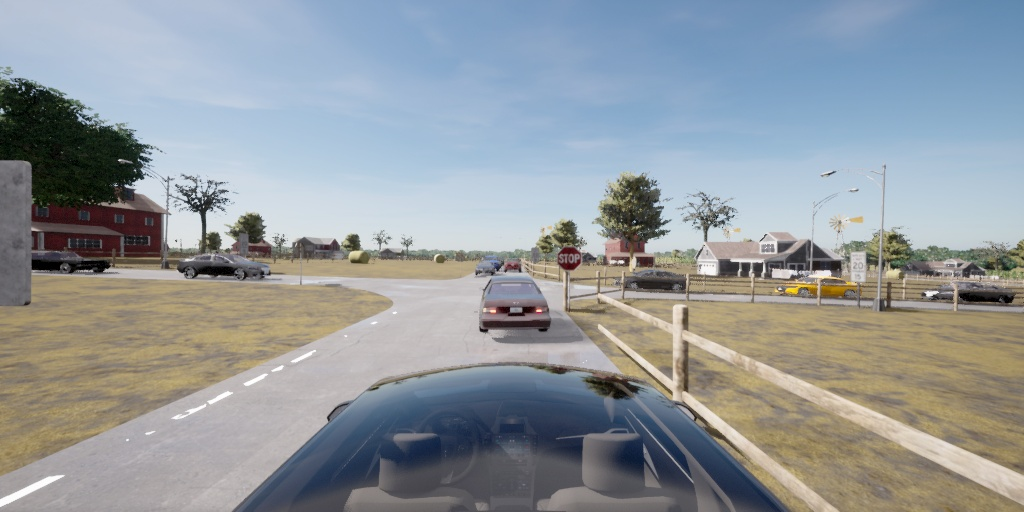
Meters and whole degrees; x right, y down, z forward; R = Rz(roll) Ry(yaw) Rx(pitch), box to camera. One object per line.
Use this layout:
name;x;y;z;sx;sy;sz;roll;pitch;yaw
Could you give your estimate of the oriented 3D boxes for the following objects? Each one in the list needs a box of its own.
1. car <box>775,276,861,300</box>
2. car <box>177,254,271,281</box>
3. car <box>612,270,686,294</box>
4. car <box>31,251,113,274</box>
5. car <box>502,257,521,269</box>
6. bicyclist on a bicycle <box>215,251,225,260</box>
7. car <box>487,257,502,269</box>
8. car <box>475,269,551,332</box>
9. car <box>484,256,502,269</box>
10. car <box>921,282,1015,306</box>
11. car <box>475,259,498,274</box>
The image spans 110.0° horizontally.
car;20.900;2.102;24.599;5.008;1.535;1.882;3;0;0
car;-17.245;0.630;21.623;4.902;1.511;2.128;2;0;0
car;9.315;1.670;24.337;4.892;1.490;1.837;2;0;-3
car;-27.348;0.366;21.619;4.718;1.301;1.895;2;0;0
car;0.111;1.120;47.172;2.097;1.767;4.553;0;0;0
bicyclist on a bicycle;-22.604;0.406;27.605;0.582;1.620;1.656;2;0;0
car;-2.803;1.134;58.374;2.097;1.767;4.553;0;0;0
car;-0.029;1.299;10.822;2.033;1.411;5.357;0;0;-3
car;-2.813;0.991;48.314;2.150;2.045;5.566;0;0;0
car;31.129;2.532;24.601;4.902;1.511;2.128;2;0;0
car;-2.831;1.289;38.351;1.812;1.442;4.674;0;0;0
